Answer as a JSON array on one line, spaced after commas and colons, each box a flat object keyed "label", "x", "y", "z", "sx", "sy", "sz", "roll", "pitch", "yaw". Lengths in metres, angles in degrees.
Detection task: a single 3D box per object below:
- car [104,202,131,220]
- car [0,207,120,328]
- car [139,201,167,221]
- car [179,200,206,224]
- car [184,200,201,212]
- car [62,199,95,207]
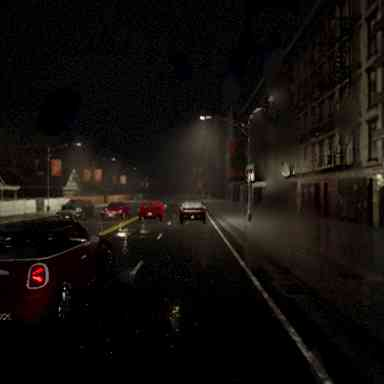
[{"label": "car", "x": -6.560, "y": 1.587, "z": 29.133, "sx": 1.812, "sy": 1.442, "sz": 4.674, "roll": 0, "pitch": 0, "yaw": 0}, {"label": "car", "x": -3.163, "y": 1.368, "z": 7.174, "sx": 2.097, "sy": 1.767, "sz": 4.553, "roll": 0, "pitch": 0, "yaw": 0}, {"label": "car", "x": -3.206, "y": 1.527, "z": 27.733, "sx": 1.882, "sy": 1.535, "sz": 5.008, "roll": 0, "pitch": 0, "yaw": 0}, {"label": "car", "x": 0.049, "y": 1.535, "z": 25.236, "sx": 2.128, "sy": 1.511, "sz": 4.902, "roll": 0, "pitch": 0, "yaw": 0}, {"label": "car", "x": 0.018, "y": 1.661, "z": 39.971, "sx": 1.895, "sy": 1.301, "sz": 4.718, "roll": 0, "pitch": 0, "yaw": 0}, {"label": "car", "x": -9.816, "y": 1.400, "z": 28.416, "sx": 2.097, "sy": 1.767, "sz": 4.553, "roll": 0, "pitch": 0, "yaw": 0}]
